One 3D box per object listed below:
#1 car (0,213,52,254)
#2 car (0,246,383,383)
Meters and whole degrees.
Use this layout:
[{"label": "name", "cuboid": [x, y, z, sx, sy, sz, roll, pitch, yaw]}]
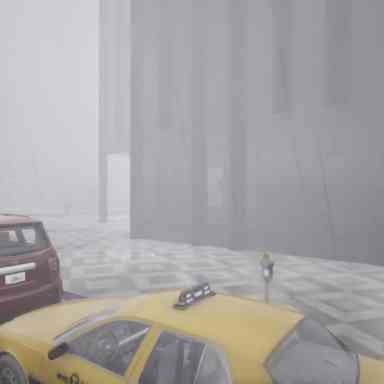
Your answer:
[{"label": "car", "cuboid": [-4.461, 1.313, 6.148, 5.009, 1.841, 2.192, 0, 0, 36]}, {"label": "car", "cuboid": [-0.185, 1.525, 3.093, 4.829, 1.417, 1.752, 0, 0, 36]}]
